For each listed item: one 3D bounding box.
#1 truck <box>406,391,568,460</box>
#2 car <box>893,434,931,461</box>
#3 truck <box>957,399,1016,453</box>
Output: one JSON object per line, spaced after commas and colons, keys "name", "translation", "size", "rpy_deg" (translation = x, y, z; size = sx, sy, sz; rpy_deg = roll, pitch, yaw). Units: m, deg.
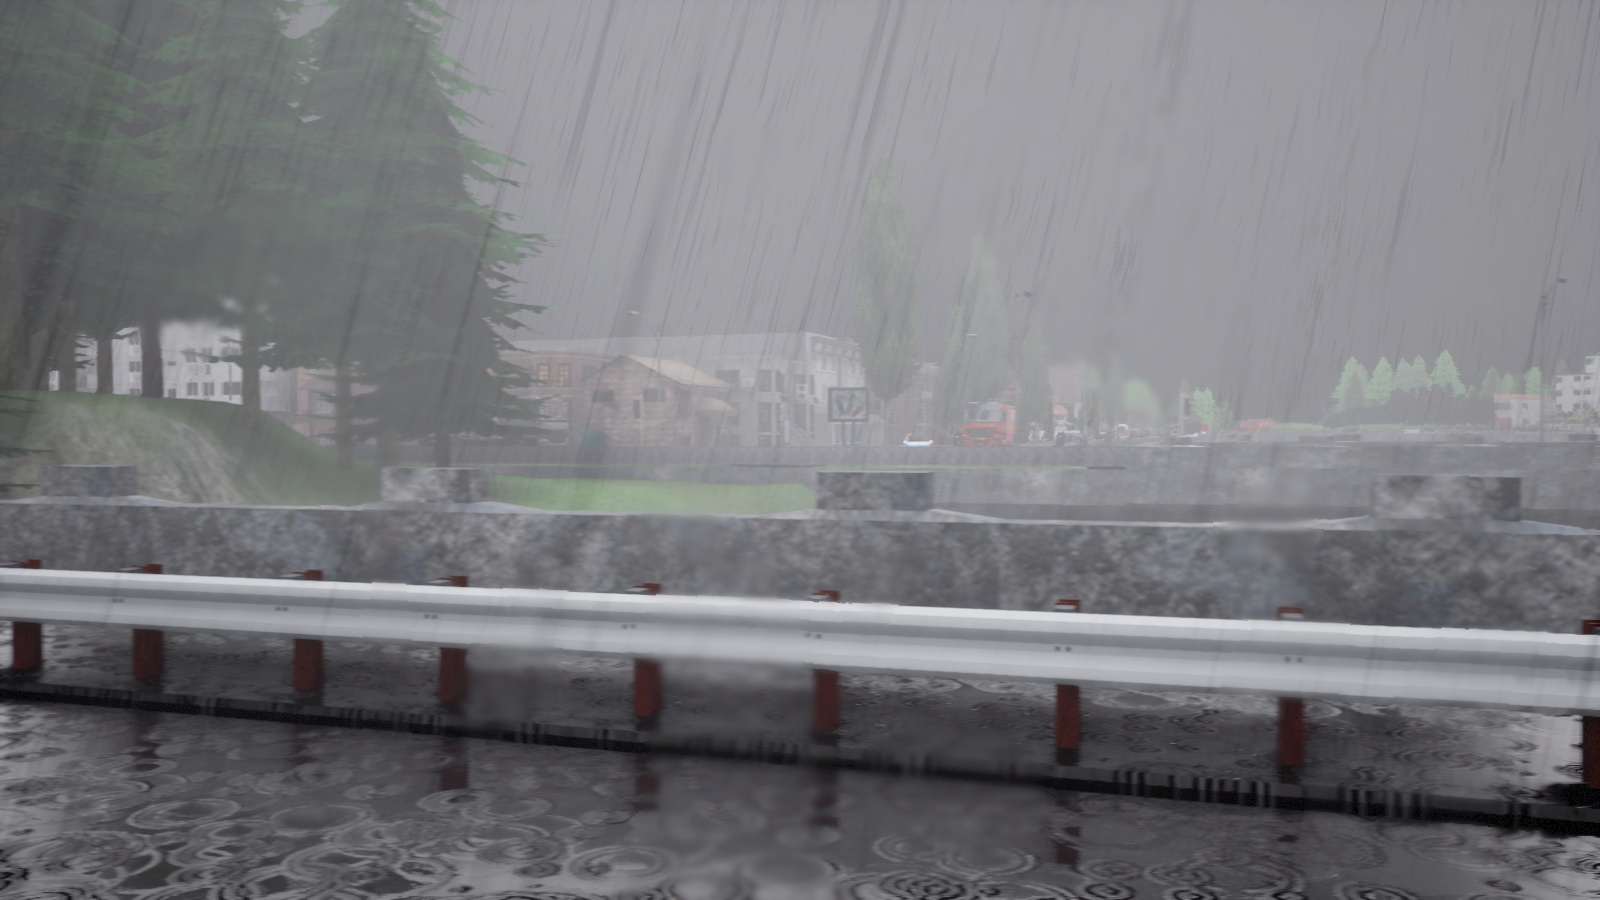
{"name": "truck", "translation": [-16.355, -1.271, 65.699], "size": [7.936, 3.462, 2.891], "rpy_deg": [1, 1, 19]}
{"name": "car", "translation": [5.716, -0.129, 64.364], "size": [1.481, 1.376, 2.207], "rpy_deg": [0, 1, -8]}
{"name": "truck", "translation": [14.126, -1.799, 94.479], "size": [2.891, 3.827, 8.468], "rpy_deg": [1, 1, 19]}
